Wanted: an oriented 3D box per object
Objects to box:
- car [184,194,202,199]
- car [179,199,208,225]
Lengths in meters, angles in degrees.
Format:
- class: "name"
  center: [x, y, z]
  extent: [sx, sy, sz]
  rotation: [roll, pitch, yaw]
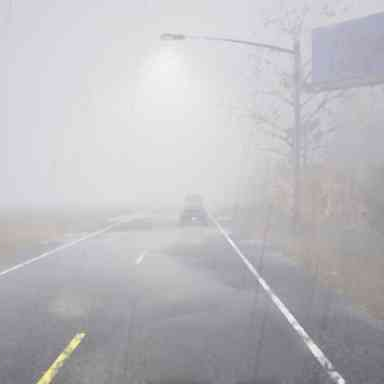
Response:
- class: "car"
  center: [0.122, 1.214, 42.926]
  extent: [2.150, 2.045, 5.566]
  rotation: [0, 0, 0]
- class: "car"
  center: [0.113, 1.501, 24.144]
  extent: [1.837, 1.490, 4.892]
  rotation: [0, 0, 0]
